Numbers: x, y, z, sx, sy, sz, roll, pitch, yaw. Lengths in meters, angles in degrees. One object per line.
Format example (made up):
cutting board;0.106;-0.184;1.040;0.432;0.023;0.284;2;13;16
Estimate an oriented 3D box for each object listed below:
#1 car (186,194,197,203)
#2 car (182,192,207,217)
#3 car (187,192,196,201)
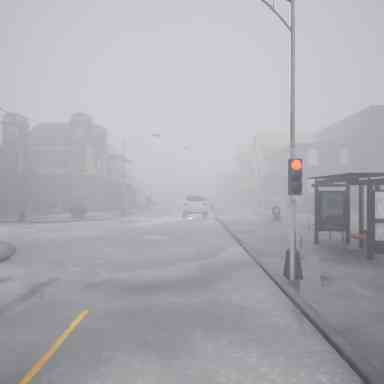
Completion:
car;-0.087;1.352;67.190;2.097;1.767;4.553;0;0;0
car;0.246;1.221;30.865;2.150;2.045;5.566;0;0;0
car;-0.100;1.057;77.254;2.150;2.045;5.566;0;0;0
